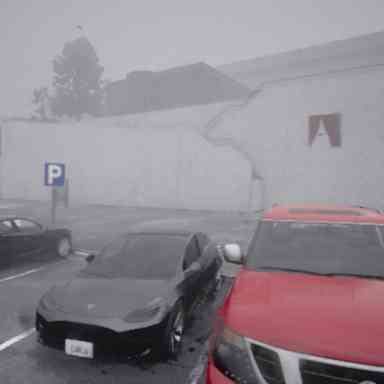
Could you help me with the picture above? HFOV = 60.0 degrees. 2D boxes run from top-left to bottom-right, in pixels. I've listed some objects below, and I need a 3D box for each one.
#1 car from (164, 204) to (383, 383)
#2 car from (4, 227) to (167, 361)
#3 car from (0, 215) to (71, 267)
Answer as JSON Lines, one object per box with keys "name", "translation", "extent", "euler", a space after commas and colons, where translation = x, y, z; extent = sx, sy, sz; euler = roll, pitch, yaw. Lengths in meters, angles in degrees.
{"name": "car", "translation": [1.755, 1.226, 4.522], "extent": [2.435, 2.045, 5.566], "euler": [1, 0, 16]}
{"name": "car", "translation": [-0.694, 1.482, 6.264], "extent": [2.163, 1.488, 4.792], "euler": [1, 0, 16]}
{"name": "car", "translation": [-5.578, 1.407, 9.777], "extent": [2.097, 1.535, 5.008], "euler": [0, 0, 16]}
